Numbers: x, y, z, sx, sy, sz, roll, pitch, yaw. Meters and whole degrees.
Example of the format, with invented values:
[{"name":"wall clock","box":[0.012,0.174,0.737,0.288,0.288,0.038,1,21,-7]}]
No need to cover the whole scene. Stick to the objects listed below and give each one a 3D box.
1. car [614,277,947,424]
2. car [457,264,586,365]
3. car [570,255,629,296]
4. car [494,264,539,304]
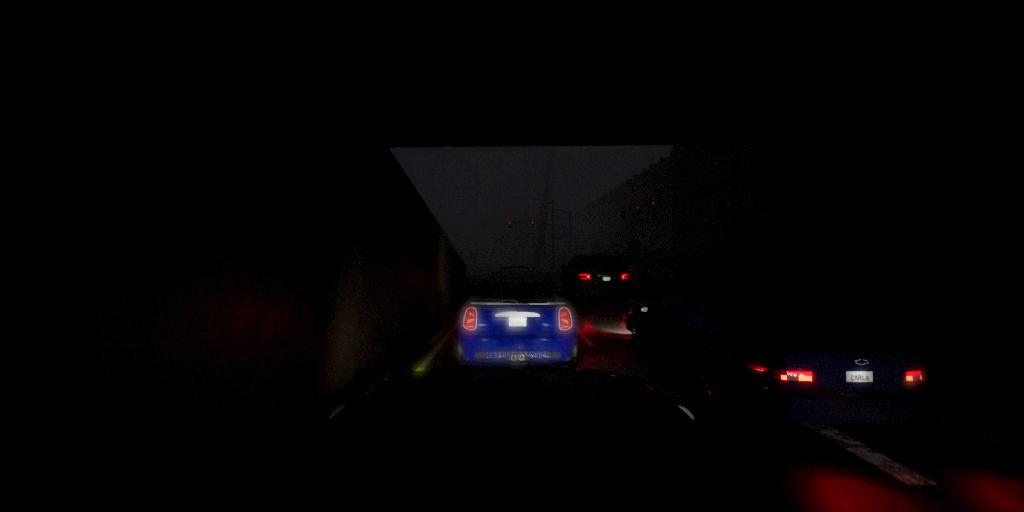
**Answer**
[{"name":"car","box":[3.611,1.297,6.228,2.033,1.411,5.357,0,0,0]},{"name":"car","box":[0.108,1.102,7.999,2.097,1.767,4.553,0,0,0]},{"name":"car","box":[3.647,0.971,16.474,2.150,2.045,5.566,0,0,0]},{"name":"car","box":[0.134,1.228,17.283,1.882,1.535,5.008,0,0,-1]}]
